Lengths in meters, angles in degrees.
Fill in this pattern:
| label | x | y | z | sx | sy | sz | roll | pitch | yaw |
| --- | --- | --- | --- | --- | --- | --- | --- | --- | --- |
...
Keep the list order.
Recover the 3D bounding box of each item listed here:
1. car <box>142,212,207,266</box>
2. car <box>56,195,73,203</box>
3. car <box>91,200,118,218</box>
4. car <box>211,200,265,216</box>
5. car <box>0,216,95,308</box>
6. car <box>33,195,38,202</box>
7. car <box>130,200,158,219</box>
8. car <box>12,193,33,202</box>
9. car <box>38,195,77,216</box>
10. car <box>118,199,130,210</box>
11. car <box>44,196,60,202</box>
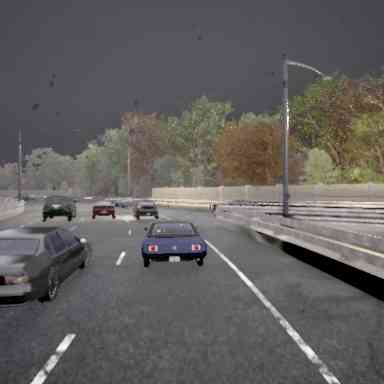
| label | x | y | z | sx | sy | sz | roll | pitch | yaw |
| --- | --- | --- | --- | --- | --- | --- | --- | --- | --- |
| car | -0.712 | 1.607 | 11.570 | 1.895 | 1.301 | 4.718 | 0 | 0 | -6 |
| car | -28.688 | 1.482 | 74.576 | 2.097 | 1.767 | 4.553 | 0 | 0 | -42 |
| car | -8.110 | 1.515 | 30.398 | 1.882 | 1.535 | 5.008 | 0 | 0 | -16 |
| car | 3.829 | 1.447 | 28.419 | 1.882 | 1.535 | 5.008 | -1 | 0 | -42 |
| car | -3.877 | 1.564 | 8.163 | 2.033 | 1.411 | 5.357 | 0 | 0 | -5 |
| car | -36.077 | 1.536 | 77.308 | 4.902 | 1.511 | 2.128 | 0 | 0 | 43 |
| car | -4.120 | 1.528 | 29.145 | 1.837 | 1.490 | 4.892 | 0 | 0 | -15 |
| car | -38.560 | 1.246 | 74.838 | 5.566 | 2.045 | 2.150 | 0 | 0 | 43 |
| car | -10.897 | 1.269 | 27.589 | 2.150 | 2.045 | 5.566 | 0 | 0 | -15 |
| car | -9.192 | 1.618 | 44.800 | 1.895 | 1.301 | 4.718 | 0 | 0 | -31 |
| car | -33.618 | 1.554 | 79.798 | 4.181 | 1.385 | 1.994 | 0 | 0 | 43 |
